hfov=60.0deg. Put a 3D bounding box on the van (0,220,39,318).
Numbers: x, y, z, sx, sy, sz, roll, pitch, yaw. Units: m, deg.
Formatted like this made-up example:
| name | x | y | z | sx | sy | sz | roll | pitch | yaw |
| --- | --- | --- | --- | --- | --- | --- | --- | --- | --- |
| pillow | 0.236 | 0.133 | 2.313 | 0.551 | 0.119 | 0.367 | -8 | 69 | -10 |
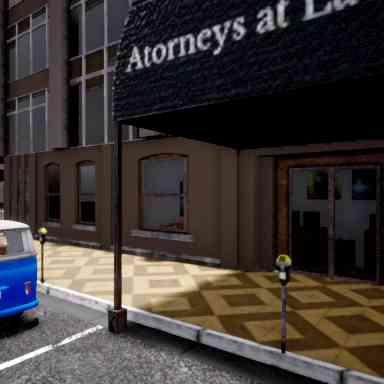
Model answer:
| name | x | y | z | sx | sy | sz | roll | pitch | yaw |
| --- | --- | --- | --- | --- | --- | --- | --- | --- | --- |
| van | -4.509 | 1.341 | 6.080 | 3.998 | 1.788 | 1.690 | 0 | 0 | 35 |
